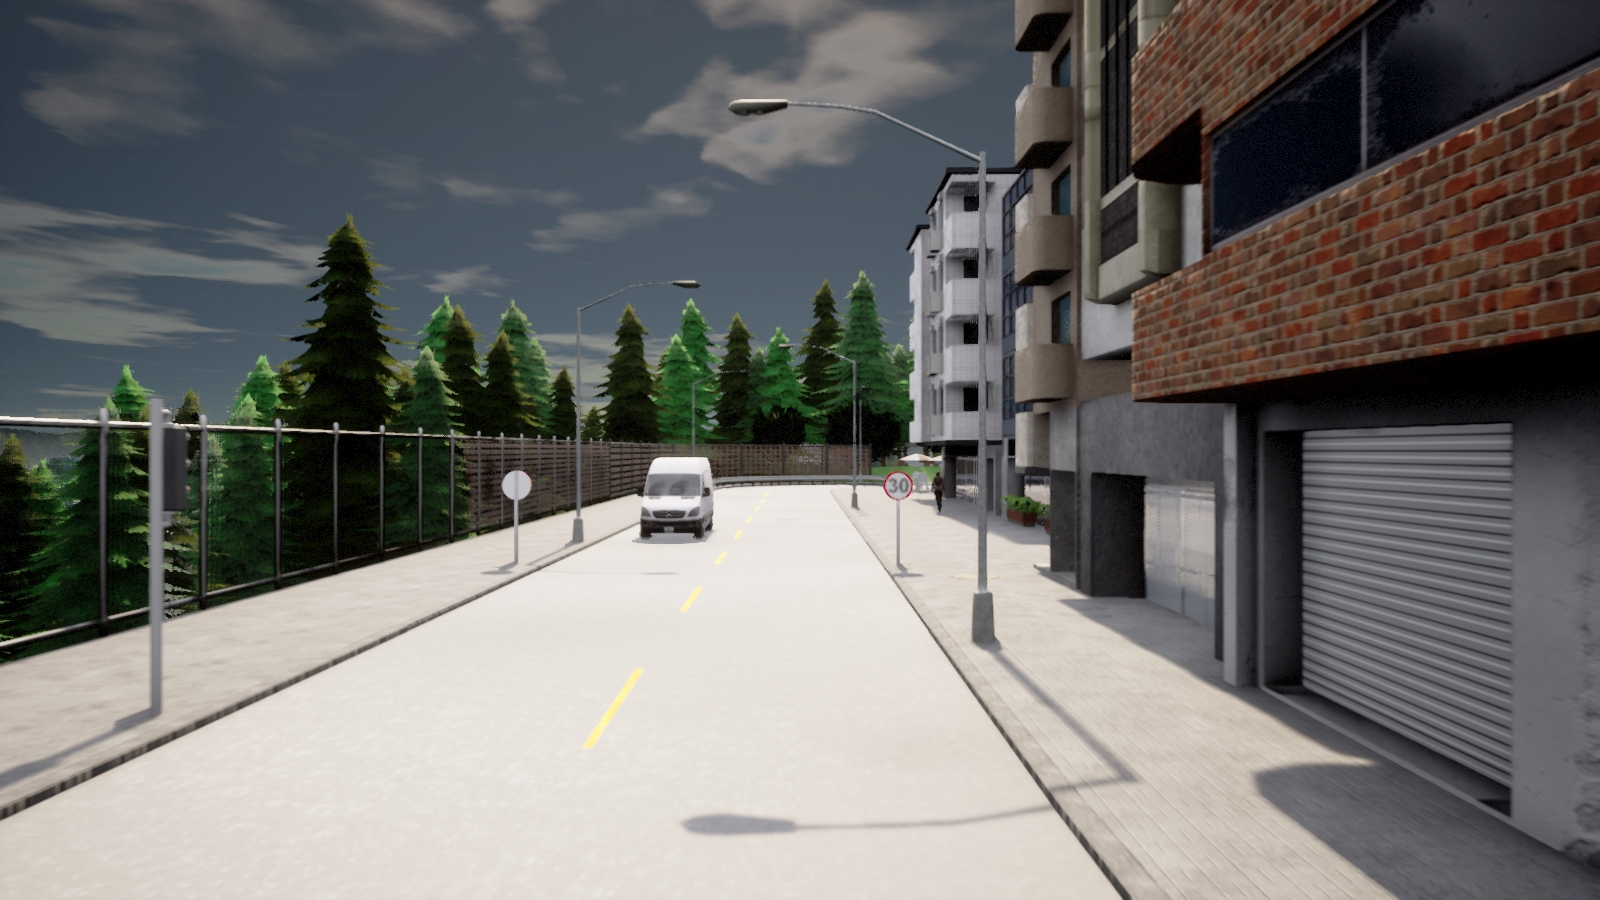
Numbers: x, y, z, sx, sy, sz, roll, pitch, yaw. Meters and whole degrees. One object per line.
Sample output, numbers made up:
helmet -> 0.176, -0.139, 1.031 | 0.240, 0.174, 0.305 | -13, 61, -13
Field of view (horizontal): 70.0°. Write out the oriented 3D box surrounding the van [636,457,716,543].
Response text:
van -> -4.002, 1.534, 37.762 | 1.988, 2.561, 5.915 | 0, 0, 0

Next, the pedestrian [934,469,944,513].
pedestrian -> 5.896, 1.744, 48.517 | 0.375, 1.860, 0.375 | 0, 0, 2
